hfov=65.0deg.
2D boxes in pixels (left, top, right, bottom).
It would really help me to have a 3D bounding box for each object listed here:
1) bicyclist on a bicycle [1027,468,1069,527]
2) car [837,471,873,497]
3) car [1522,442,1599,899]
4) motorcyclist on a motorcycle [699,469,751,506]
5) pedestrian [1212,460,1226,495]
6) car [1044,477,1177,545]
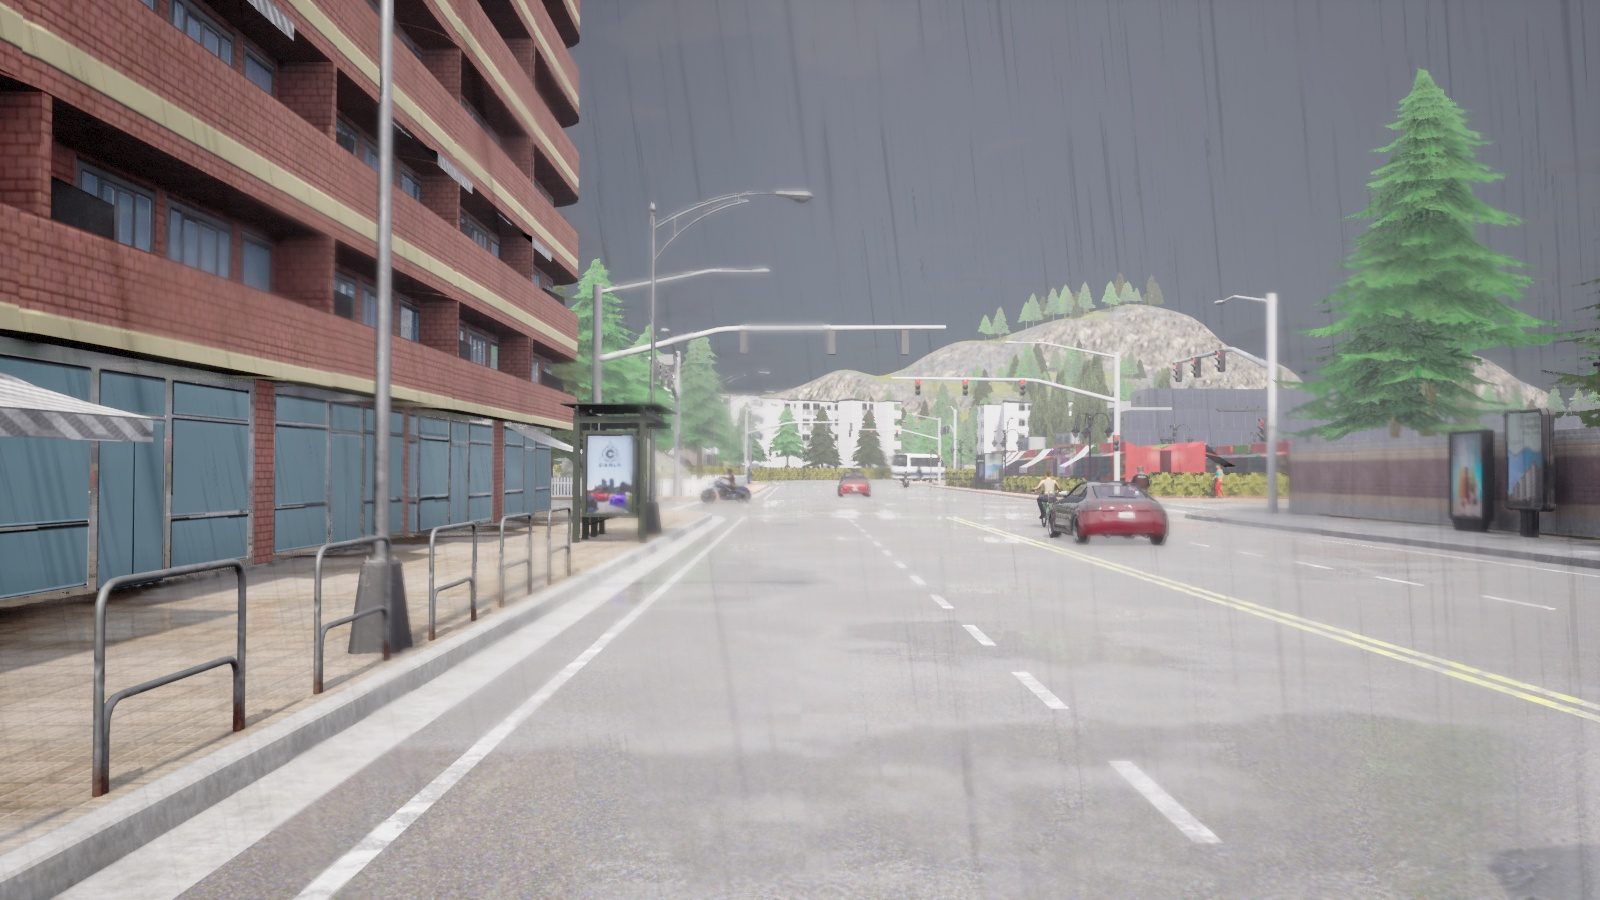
[{"bbox_3d":[6.904,1.310,34.999,0.866,1.612,1.509,0,-1,0],"label":"bicyclist on a bicycle"},{"bbox_3d":[3.301,2.029,76.449,2.007,1.525,4.514,0,-1,0],"label":"car"},{"bbox_3d":[3.494,0.762,1.855,2.033,1.649,4.856,0,-1,0],"label":"car"},{"bbox_3d":[-3.418,1.712,57.525,2.350,1.649,0.766,0,-1,-1],"label":"motorcyclist on a motorcycle"},{"bbox_3d":[21.629,1.412,64.823,0.594,1.836,0.345,0,-1,3],"label":"pedestrian"},{"bbox_3d":[6.923,1.328,28.475,1.994,1.385,4.181,0,-1,0],"label":"car"}]
